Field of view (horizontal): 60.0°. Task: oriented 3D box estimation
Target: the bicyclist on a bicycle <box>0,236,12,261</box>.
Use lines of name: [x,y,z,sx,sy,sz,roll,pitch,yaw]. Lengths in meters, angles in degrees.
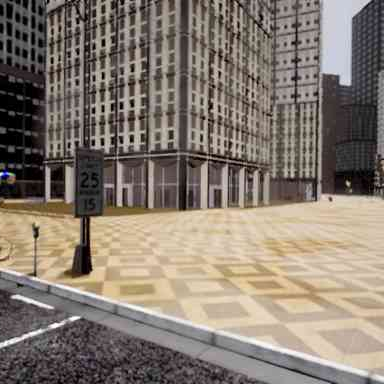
bicyclist on a bicycle: [-5.540,1.175,8.602,0.582,1.620,1.656,1,10,34]
